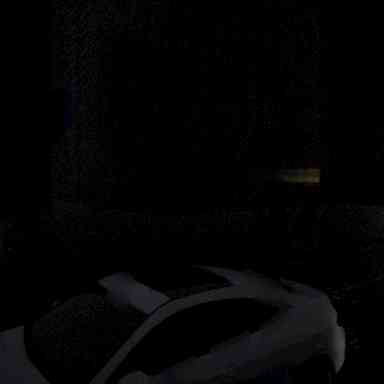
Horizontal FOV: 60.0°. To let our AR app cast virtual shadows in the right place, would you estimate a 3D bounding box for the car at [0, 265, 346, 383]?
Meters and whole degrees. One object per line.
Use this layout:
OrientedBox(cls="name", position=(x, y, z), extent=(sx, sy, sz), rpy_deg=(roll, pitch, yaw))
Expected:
OrientedBox(cls="car", position=(-0.408, 1.522, 3.087), extent=(4.674, 1.442, 1.812), rpy_deg=(0, 0, -36))
